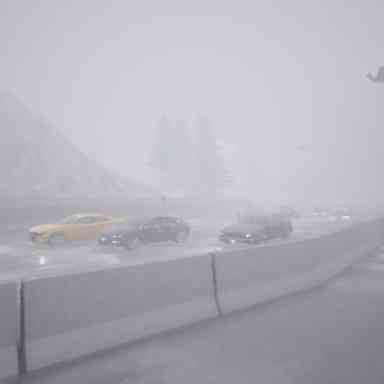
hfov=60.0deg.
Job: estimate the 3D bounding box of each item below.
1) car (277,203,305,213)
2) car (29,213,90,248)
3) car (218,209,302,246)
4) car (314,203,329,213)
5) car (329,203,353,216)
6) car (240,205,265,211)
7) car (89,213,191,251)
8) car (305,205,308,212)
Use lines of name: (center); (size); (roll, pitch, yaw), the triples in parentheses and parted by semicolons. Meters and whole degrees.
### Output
car: (9.117, 2.014, 32.142); (1.882, 1.535, 5.008); (-1, -1, 31)
car: (-5.827, 1.885, 17.443); (5.008, 1.535, 1.882); (0, -1, -44)
car: (3.497, 1.851, 17.080); (2.033, 1.411, 5.357); (-1, -1, 39)
car: (19.308, 2.345, 48.850); (2.033, 1.411, 5.357); (-1, -1, 31)
car: (18.429, 2.131, 40.711); (1.812, 1.442, 4.674); (-1, -1, 32)
car: (6.134, 2.094, 33.968); (2.128, 1.511, 4.902); (-1, -1, 31)
car: (-2.170, 1.851, 16.160); (1.837, 1.490, 4.892); (-1, -1, 44)
car: (16.311, 2.373, 50.658); (1.812, 1.442, 4.674); (-1, -1, 31)
